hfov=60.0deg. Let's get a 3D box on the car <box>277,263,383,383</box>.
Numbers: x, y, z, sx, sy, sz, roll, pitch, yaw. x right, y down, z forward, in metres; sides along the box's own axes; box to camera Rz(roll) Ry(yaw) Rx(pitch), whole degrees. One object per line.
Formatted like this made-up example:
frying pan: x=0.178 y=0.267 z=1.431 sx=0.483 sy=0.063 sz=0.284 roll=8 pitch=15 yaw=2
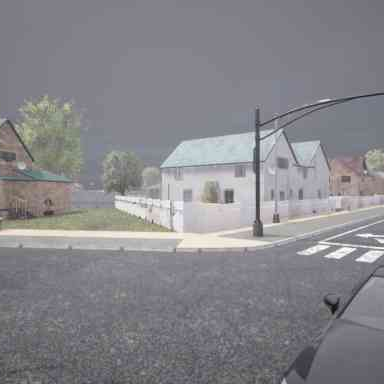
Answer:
car: x=2.565 y=1.524 z=3.471 sx=1.812 sy=1.442 sz=4.674 roll=0 pitch=0 yaw=42
